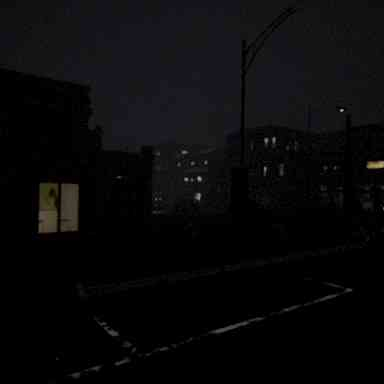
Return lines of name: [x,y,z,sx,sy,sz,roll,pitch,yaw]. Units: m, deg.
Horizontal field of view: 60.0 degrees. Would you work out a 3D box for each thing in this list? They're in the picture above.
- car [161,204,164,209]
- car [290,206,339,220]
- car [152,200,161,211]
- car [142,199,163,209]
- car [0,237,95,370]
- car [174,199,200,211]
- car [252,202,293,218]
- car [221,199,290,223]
car: [-6.514,2.209,53.796,1.895,1.301,4.718,1,-1,-34]
car: [11.895,1.957,31.921,1.947,1.339,4.313,1,-1,-35]
car: [-7.045,1.860,49.100,2.097,1.767,4.553,1,-1,-34]
car: [-7.101,2.150,59.259,1.967,1.590,4.097,1,-1,-35]
car: [-3.448,1.437,4.083,4.097,1.590,1.967,0,1,-36]
car: [-0.769,1.919,50.149,2.192,1.841,5.009,1,-1,-35]
car: [8.730,1.884,36.479,1.967,1.590,4.097,1,-1,-35]
car: [5.016,1.530,27.144,2.192,1.841,5.009,1,-1,-35]
